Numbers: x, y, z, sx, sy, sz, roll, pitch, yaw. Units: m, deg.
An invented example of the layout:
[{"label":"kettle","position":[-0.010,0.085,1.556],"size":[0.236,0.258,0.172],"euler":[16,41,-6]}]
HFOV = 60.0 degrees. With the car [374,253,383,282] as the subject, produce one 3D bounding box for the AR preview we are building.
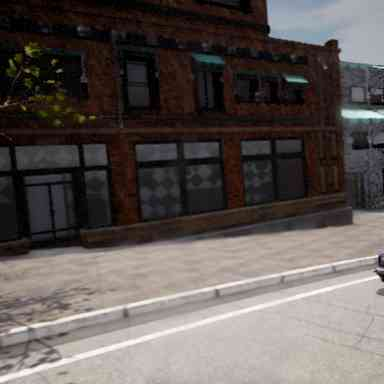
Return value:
[{"label":"car","position":[6.281,1.532,7.509],"size":[4.718,1.301,1.895],"euler":[0,1,-30]}]
